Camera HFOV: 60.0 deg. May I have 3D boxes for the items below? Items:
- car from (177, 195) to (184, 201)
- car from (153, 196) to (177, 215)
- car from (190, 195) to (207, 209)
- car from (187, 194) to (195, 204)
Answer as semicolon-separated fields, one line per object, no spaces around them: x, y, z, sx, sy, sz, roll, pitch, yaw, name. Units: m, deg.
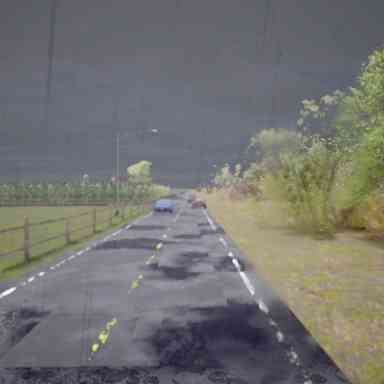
-2.720;1.304;75.117;1.895;1.301;4.718;0;0;0;car
-2.829;1.442;33.873;1.882;1.535;5.008;0;0;0;car
0.981;1.469;45.178;1.812;1.442;4.674;0;0;0;car
0.026;1.501;63.226;1.895;1.301;4.718;0;0;0;car
